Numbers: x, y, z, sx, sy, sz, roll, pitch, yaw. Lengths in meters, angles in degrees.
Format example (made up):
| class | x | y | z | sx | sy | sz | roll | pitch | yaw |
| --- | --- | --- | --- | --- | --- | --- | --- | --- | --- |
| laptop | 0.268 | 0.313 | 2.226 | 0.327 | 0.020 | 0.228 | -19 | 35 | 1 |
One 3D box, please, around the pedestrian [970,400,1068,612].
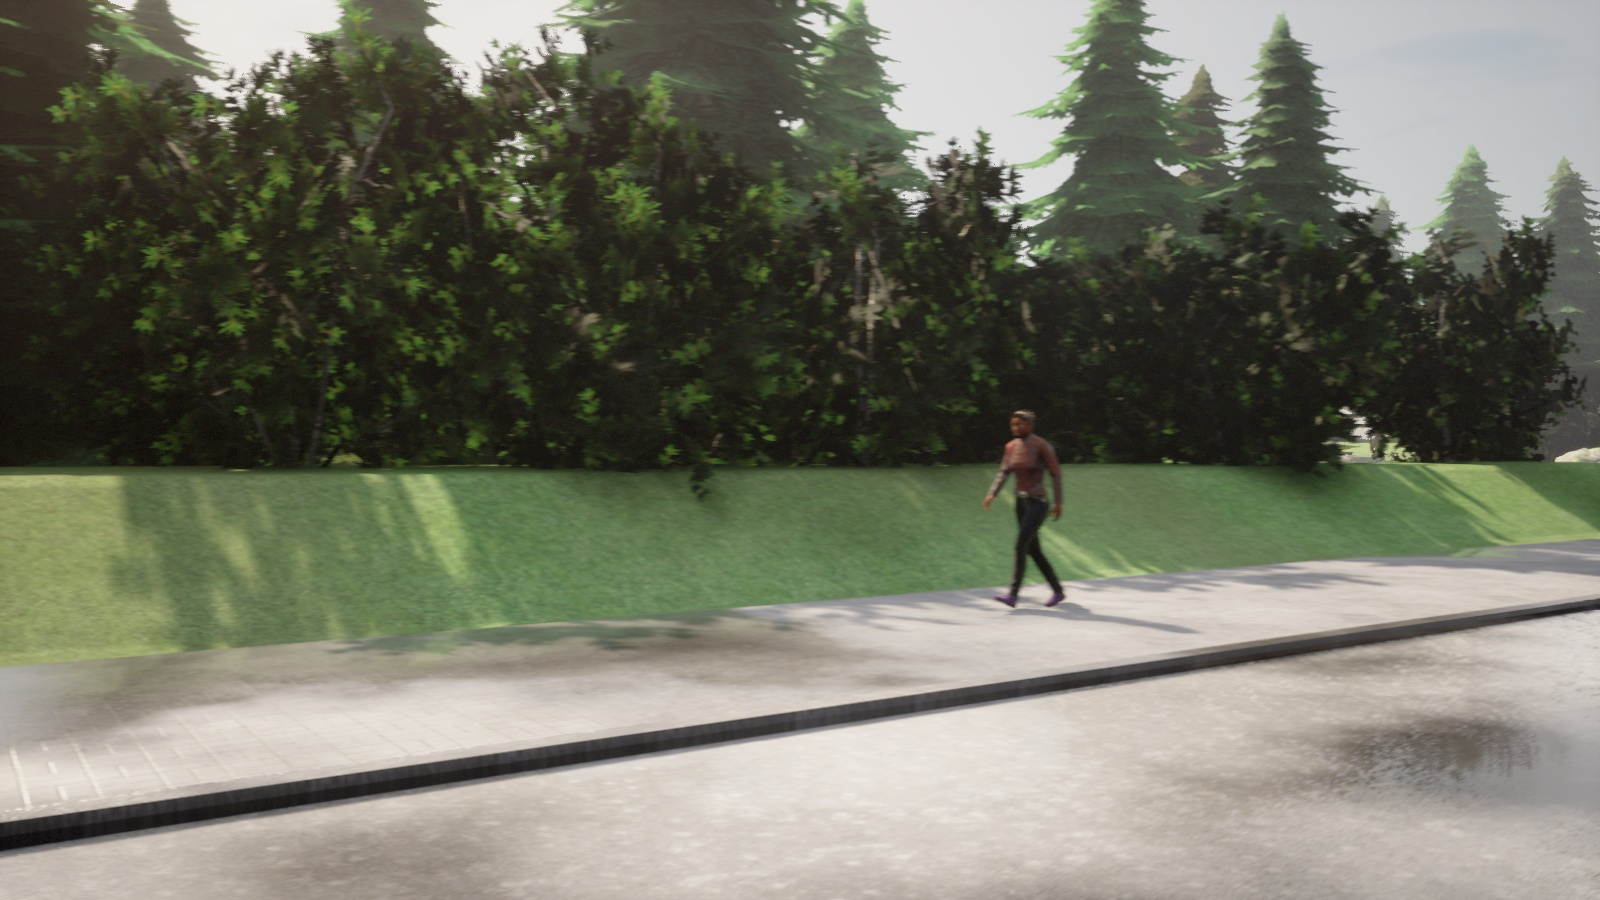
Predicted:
| class | x | y | z | sx | sy | sz | roll | pitch | yaw |
| --- | --- | --- | --- | --- | --- | --- | --- | --- | --- |
| pedestrian | 1.935 | 0.478 | 11.087 | 0.869 | 1.805 | 0.328 | 0 | 0 | -35 |
